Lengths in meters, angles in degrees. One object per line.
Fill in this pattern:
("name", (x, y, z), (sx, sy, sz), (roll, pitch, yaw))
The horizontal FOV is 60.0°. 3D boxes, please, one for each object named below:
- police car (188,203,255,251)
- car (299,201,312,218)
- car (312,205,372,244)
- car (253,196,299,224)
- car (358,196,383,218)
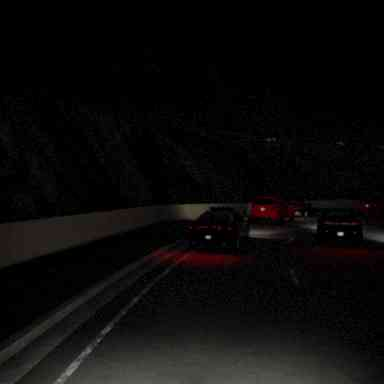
("police car", (1.364, 1.467, 14.757), (1.930, 1.638, 5.238), (0, 0, 17))
("car", (10.549, 1.644, 31.878), (1.837, 1.490, 4.892), (0, 0, 39))
("car", (7.173, 1.574, 16.405), (2.128, 1.511, 4.902), (0, 0, 21))
("car", (6.361, 1.322, 25.860), (2.150, 2.045, 5.566), (0, 0, 31))
("car", (18.546, 1.415, 33.425), (5.566, 2.045, 2.150), (0, 0, -44))
